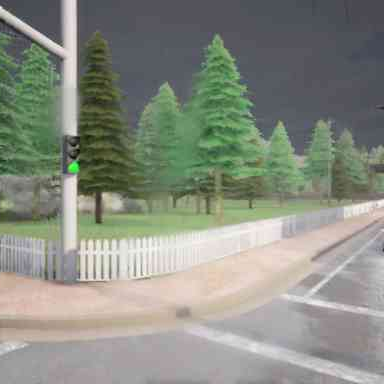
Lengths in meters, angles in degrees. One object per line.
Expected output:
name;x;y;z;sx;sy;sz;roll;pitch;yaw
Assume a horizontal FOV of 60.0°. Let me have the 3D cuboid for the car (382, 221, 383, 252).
car;8.688;1.512;13.015;1.812;1.442;4.674;0;0;35
